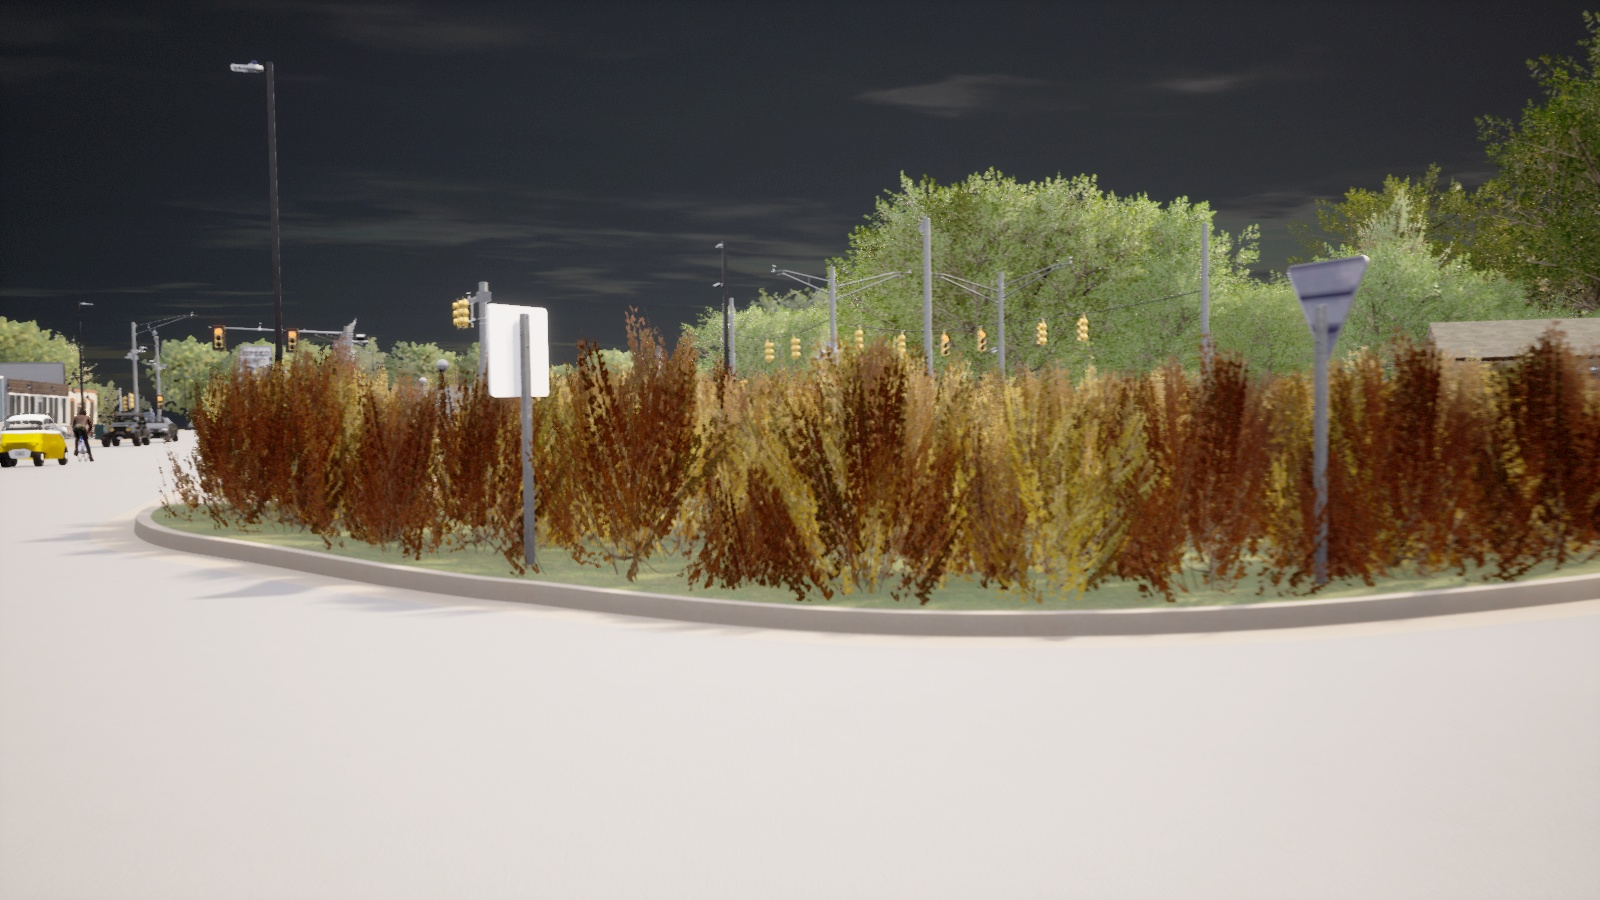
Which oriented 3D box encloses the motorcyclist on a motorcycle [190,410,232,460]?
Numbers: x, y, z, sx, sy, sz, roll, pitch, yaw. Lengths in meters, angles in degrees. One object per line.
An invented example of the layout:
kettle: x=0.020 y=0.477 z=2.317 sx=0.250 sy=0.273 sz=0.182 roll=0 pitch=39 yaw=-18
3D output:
motorcyclist on a motorcycle: x=-18.635 y=-0.462 z=39.774 sx=0.866 sy=1.530 sz=2.191 roll=-2 pitch=1 yaw=-17

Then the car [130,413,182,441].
car: x=-40.808 y=-1.498 z=79.641 sx=2.152 sy=1.651 sz=5.027 roll=-2 pitch=2 yaw=-19

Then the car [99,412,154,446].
car: x=-37.860 y=-1.211 z=70.687 sx=1.905 sy=1.878 sz=3.866 roll=-1 pitch=2 yaw=-16

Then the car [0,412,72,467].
car: x=-20.196 y=-0.286 z=32.934 sx=1.481 sy=1.376 sz=2.207 roll=-2 pitch=2 yaw=-19
